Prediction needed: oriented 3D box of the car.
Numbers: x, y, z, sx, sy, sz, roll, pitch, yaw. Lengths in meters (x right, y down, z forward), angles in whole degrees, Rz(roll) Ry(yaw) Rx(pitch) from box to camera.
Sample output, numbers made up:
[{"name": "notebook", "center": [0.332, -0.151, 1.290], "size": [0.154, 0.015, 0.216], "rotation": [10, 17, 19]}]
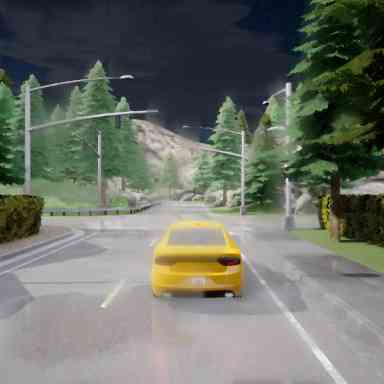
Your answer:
[{"name": "car", "center": [0.121, 1.478, 8.563], "size": [1.882, 1.535, 5.008], "rotation": [0, 0, 0]}]
